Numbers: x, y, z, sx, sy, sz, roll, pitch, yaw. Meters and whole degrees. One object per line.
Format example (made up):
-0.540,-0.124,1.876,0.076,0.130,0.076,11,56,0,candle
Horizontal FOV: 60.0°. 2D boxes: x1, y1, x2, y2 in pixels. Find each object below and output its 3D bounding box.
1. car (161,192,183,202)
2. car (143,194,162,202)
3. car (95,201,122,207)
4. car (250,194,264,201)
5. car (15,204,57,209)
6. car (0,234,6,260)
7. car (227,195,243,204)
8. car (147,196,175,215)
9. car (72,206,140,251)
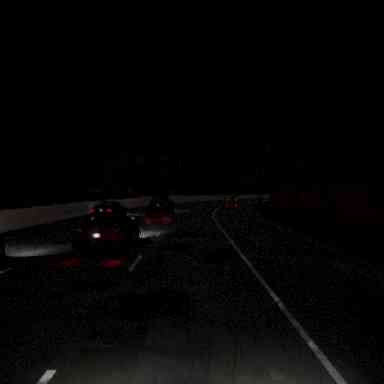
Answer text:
-4.086,0.958,68.965,2.150,2.045,5.566,0,0,25,car
-8.095,1.253,68.625,1.812,1.442,4.674,0,0,22,car
-6.797,1.447,27.514,2.033,1.411,5.357,0,0,2,car
14.231,1.158,73.334,1.812,1.442,4.674,0,0,33,car
-13.821,1.382,29.780,2.128,1.511,4.902,0,0,3,car
-6.899,1.472,8.747,1.837,1.490,4.892,0,0,0,car
7.553,1.245,57.648,1.801,1.575,5.366,0,0,22,car
-2.948,1.233,32.636,2.097,1.767,4.553,0,0,4,car
-3.401,1.513,13.840,1.994,1.385,4.181,0,0,0,car
